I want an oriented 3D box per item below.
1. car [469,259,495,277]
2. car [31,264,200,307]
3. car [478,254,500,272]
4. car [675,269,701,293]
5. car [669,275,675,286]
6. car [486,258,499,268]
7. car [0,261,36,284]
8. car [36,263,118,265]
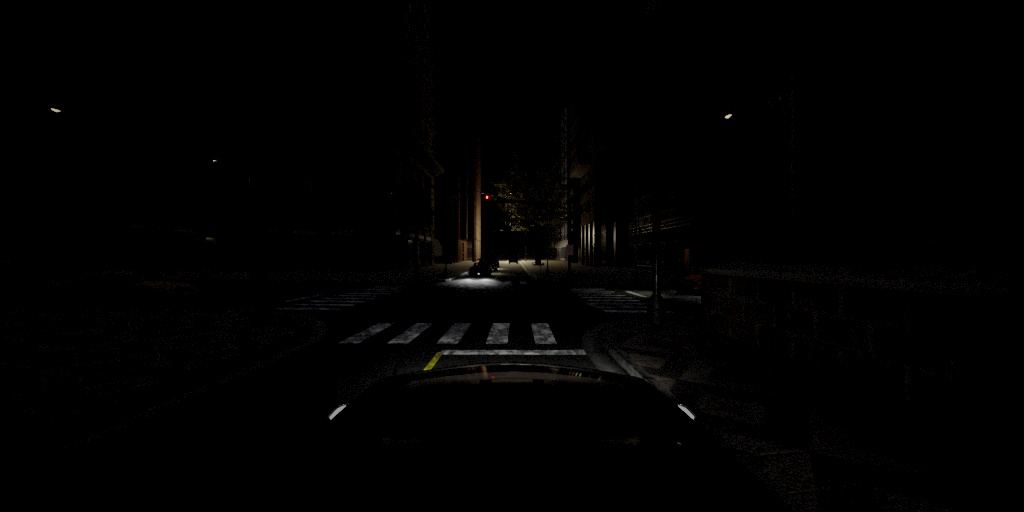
[{"bbox_3d":[-2.981,1.274,34.402,1.895,1.301,4.718,0,0,0],"label":"car"},{"bbox_3d":[-14.896,1.146,13.836,4.829,1.417,1.751,0,0,1],"label":"car"},{"bbox_3d":[-2.946,0.830,44.215,2.150,2.045,5.566,0,0,-1],"label":"car"},{"bbox_3d":[11.940,1.308,19.443,5.008,1.535,1.882,1,0,1],"label":"car"},{"bbox_3d":[11.998,1.381,22.105,4.403,1.370,2.007,0,0,1],"label":"car"},{"bbox_3d":[-2.893,1.058,54.377,1.812,1.442,4.674,0,0,0],"label":"car"},{"bbox_3d":[-31.852,0.974,22.524,4.507,1.381,1.888,0,0,1],"label":"car"},{"bbox_3d":[-26.235,1.065,22.471,4.313,1.339,1.948,0,0,1],"label":"car"}]
